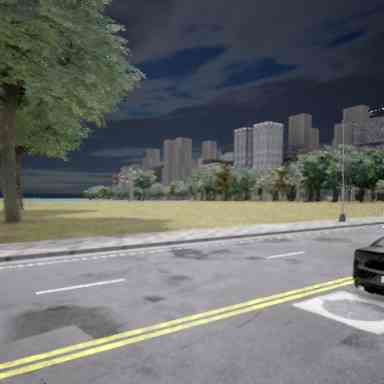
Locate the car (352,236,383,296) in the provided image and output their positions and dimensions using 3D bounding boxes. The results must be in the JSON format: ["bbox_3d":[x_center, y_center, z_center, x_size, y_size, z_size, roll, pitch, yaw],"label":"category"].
[{"bbox_3d":[5.707,1.503,7.565,5.008,1.535,1.882,0,0,-34],"label":"car"}]
